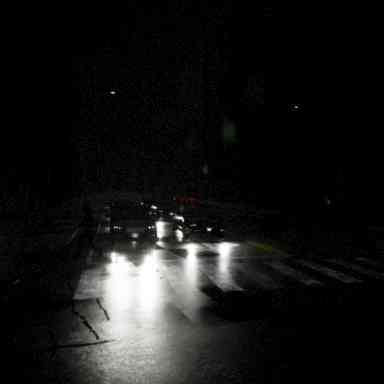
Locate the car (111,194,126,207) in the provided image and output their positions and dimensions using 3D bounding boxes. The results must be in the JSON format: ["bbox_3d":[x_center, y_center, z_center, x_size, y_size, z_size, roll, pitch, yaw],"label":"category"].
[{"bbox_3d":[-9.816,1.099,44.317,1.837,1.490,4.892,1,0,-13],"label":"car"}]

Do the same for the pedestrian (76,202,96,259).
[{"bbox_3d":[-3.249,1.144,10.226,0.375,1.860,0.375,1,0,-14],"label":"pedestrian"}]

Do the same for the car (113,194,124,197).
[{"bbox_3d":[-7.409,1.205,34.219,1.812,1.442,4.674,1,0,-13],"label":"car"}]

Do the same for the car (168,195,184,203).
[{"bbox_3d":[-2.866,1.200,57.203,1.895,1.301,4.718,1,0,-14],"label":"car"}]

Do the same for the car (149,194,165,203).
[{"bbox_3d":[-6.016,1.058,56.406,2.128,1.511,4.902,1,0,-14],"label":"car"}]

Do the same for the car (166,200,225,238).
[{"bbox_3d":[0.166,1.363,16.745,1.837,1.490,4.892,1,0,-14],"label":"car"}]

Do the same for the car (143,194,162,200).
[{"bbox_3d":[-4.517,1.250,36.072,2.033,1.411,5.357,1,0,-14],"label":"car"}]

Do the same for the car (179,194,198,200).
[{"bbox_3d":[-0.495,1.036,47.609,2.097,1.767,4.553,1,0,-13],"label":"car"}]

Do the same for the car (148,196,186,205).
[{"bbox_3d":[-2.064,1.290,25.950,1.837,1.490,4.892,1,0,-14],"label":"car"}]

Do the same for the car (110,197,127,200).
[{"bbox_3d":[-4.979,1.308,24.179,2.033,1.411,5.357,1,0,-14],"label":"car"}]

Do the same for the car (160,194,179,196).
[{"bbox_3d":[-3.659,1.199,46.924,2.033,1.411,5.357,1,0,-13],"label":"car"}]

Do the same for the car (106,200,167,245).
[{"bbox_3d":[-2.679,1.326,14.708,2.128,1.511,4.902,1,0,-14],"label":"car"}]
